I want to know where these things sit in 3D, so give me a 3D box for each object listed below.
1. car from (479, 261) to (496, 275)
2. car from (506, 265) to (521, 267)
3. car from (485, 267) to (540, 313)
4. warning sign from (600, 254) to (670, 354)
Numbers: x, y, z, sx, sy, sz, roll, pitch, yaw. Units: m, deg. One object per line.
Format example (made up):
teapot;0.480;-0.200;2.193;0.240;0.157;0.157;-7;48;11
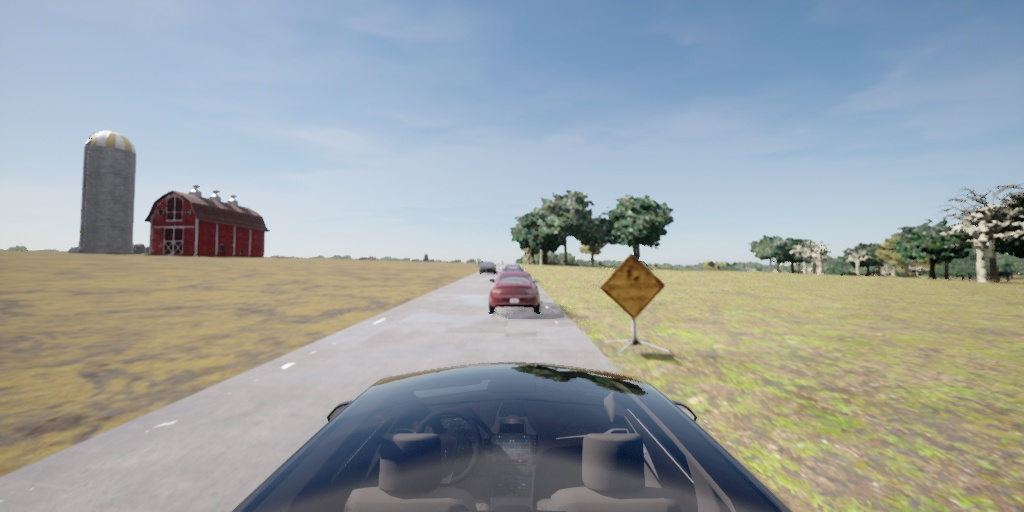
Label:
car;-2.828;1.382;42.434;1.882;1.535;5.008;0;0;0
car;0.095;1.411;29.448;1.994;1.385;4.181;0;0;0
car;0.089;1.318;14.083;1.812;1.442;4.674;0;0;0
warning sign;2.452;0.884;7.148;1.300;1.860;1.060;0;0;0
